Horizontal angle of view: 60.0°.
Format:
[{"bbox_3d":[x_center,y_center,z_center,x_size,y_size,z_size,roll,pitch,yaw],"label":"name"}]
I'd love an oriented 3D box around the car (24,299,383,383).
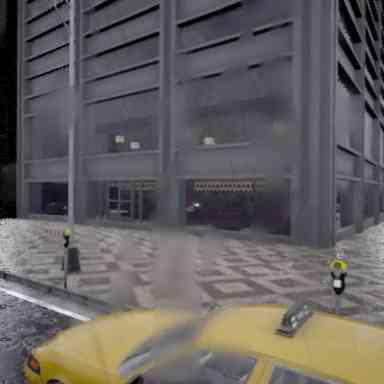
[{"bbox_3d":[0.535,1.521,2.578,4.829,1.417,1.752,0,0,36],"label":"car"}]
